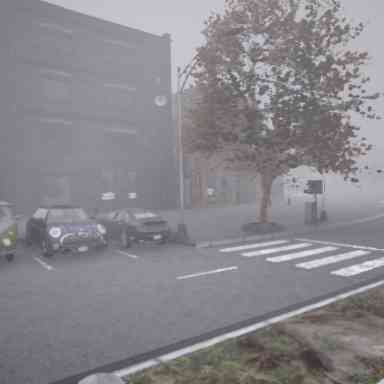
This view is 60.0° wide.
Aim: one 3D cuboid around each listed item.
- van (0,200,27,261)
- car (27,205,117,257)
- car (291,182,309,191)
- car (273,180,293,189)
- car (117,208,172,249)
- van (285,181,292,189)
[{"bbox_3d":[-7.122,1.239,11.252,1.878,1.987,4.442,0,0,-36],"label":"van"},{"bbox_3d":[-4.980,1.331,12.995,2.185,1.767,4.553,0,0,-36],"label":"car"},{"bbox_3d":[25.106,-1.073,75.418,2.097,1.535,5.008,5,6,40],"label":"car"},{"bbox_3d":[22.152,-1.827,80.572,2.435,2.045,5.566,6,6,40],"label":"car"},{"bbox_3d":[-2.732,1.446,14.588,2.231,1.521,4.892,0,0,-36],"label":"car"},{"bbox_3d":[23.716,-1.555,78.091,1.878,1.987,4.442,5,6,40],"label":"van"}]
